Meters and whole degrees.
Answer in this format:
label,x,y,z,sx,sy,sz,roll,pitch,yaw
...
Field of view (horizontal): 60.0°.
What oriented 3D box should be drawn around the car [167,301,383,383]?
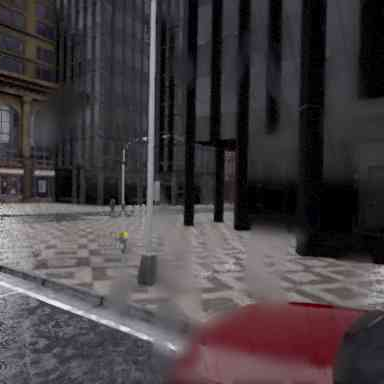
label,x,y,z,sx,sy,sz,roll,pitch,yaw
car,2.084,1.333,1.467,5.009,1.841,2.192,1,1,36
